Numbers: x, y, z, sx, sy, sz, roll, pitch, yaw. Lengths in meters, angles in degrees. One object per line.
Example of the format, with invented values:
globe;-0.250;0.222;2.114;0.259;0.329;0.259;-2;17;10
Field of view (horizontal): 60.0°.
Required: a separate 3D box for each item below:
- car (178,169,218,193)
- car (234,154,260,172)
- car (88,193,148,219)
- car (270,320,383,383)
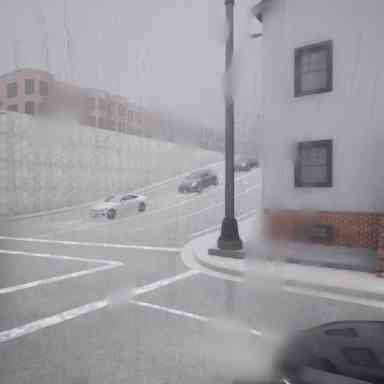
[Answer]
car;0.566;-1.126;31.326;2.097;1.767;4.553;0;13;34
car;6.244;-3.502;39.341;2.097;1.767;4.553;0;14;35
car;-5.057;0.864;23.298;1.812;1.442;4.674;0;7;35
car;2.789;1.526;1.981;4.674;1.442;1.812;0;0;36
